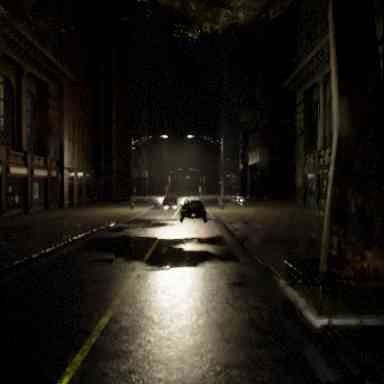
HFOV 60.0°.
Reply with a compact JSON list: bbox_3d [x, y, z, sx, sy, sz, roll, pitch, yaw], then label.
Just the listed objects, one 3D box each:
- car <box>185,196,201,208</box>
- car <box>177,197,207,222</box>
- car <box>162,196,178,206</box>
[{"bbox_3d":[0.088,1.275,42.886,1.895,1.301,4.718,0,0,0],"label":"car"},{"bbox_3d":[0.092,1.336,24.505,1.812,1.442,4.674,0,0,0],"label":"car"},{"bbox_3d":[-3.014,1.210,46.778,1.994,1.385,4.181,0,0,0],"label":"car"}]
